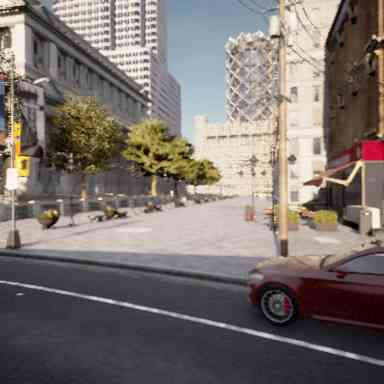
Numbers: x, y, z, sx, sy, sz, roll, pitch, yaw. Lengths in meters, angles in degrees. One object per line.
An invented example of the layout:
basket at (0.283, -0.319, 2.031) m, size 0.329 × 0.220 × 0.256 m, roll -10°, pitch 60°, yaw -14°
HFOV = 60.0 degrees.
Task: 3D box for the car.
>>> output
car at (3.176, 1.483, 5.383) m, size 4.674 × 1.452 × 2.002 m, roll 0°, pitch 0°, yaw 33°
